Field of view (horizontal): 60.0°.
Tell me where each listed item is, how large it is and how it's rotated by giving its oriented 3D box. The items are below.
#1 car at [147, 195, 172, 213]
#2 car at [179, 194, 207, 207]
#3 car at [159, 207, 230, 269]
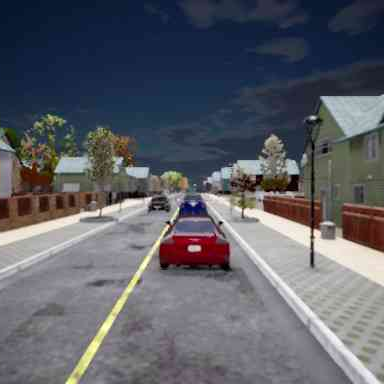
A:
[{"bbox_3d":[-2.824,1.026,29.633,1.837,1.490,4.892,0,1,0],"label":"car"},{"bbox_3d":[0.089,0.923,26.496,2.097,1.767,4.553,0,1,0],"label":"car"},{"bbox_3d":[0.079,1.384,10.545,1.994,1.385,4.181,0,1,0],"label":"car"}]
